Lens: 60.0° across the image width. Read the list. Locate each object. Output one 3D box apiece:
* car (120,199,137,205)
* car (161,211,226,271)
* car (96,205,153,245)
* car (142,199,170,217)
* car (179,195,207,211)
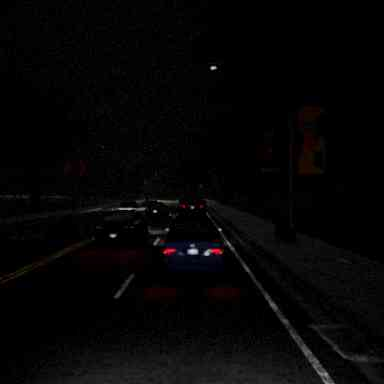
[{"bbox_3d":[-9.830,1.739,51.521,1.895,1.301,4.718,0,0,0],"label":"car"},{"bbox_3d":[0.045,1.576,10.994,2.033,1.411,5.357,0,0,0],"label":"car"},{"bbox_3d":[-3.173,1.566,15.714,1.812,1.442,4.674,0,0,0],"label":"car"},{"bbox_3d":[-3.173,1.644,30.690,1.994,1.385,4.181,0,0,0],"label":"car"},{"bbox_3d":[0.065,1.298,28.496,2.150,2.045,5.566,0,0,0],"label":"car"}]
